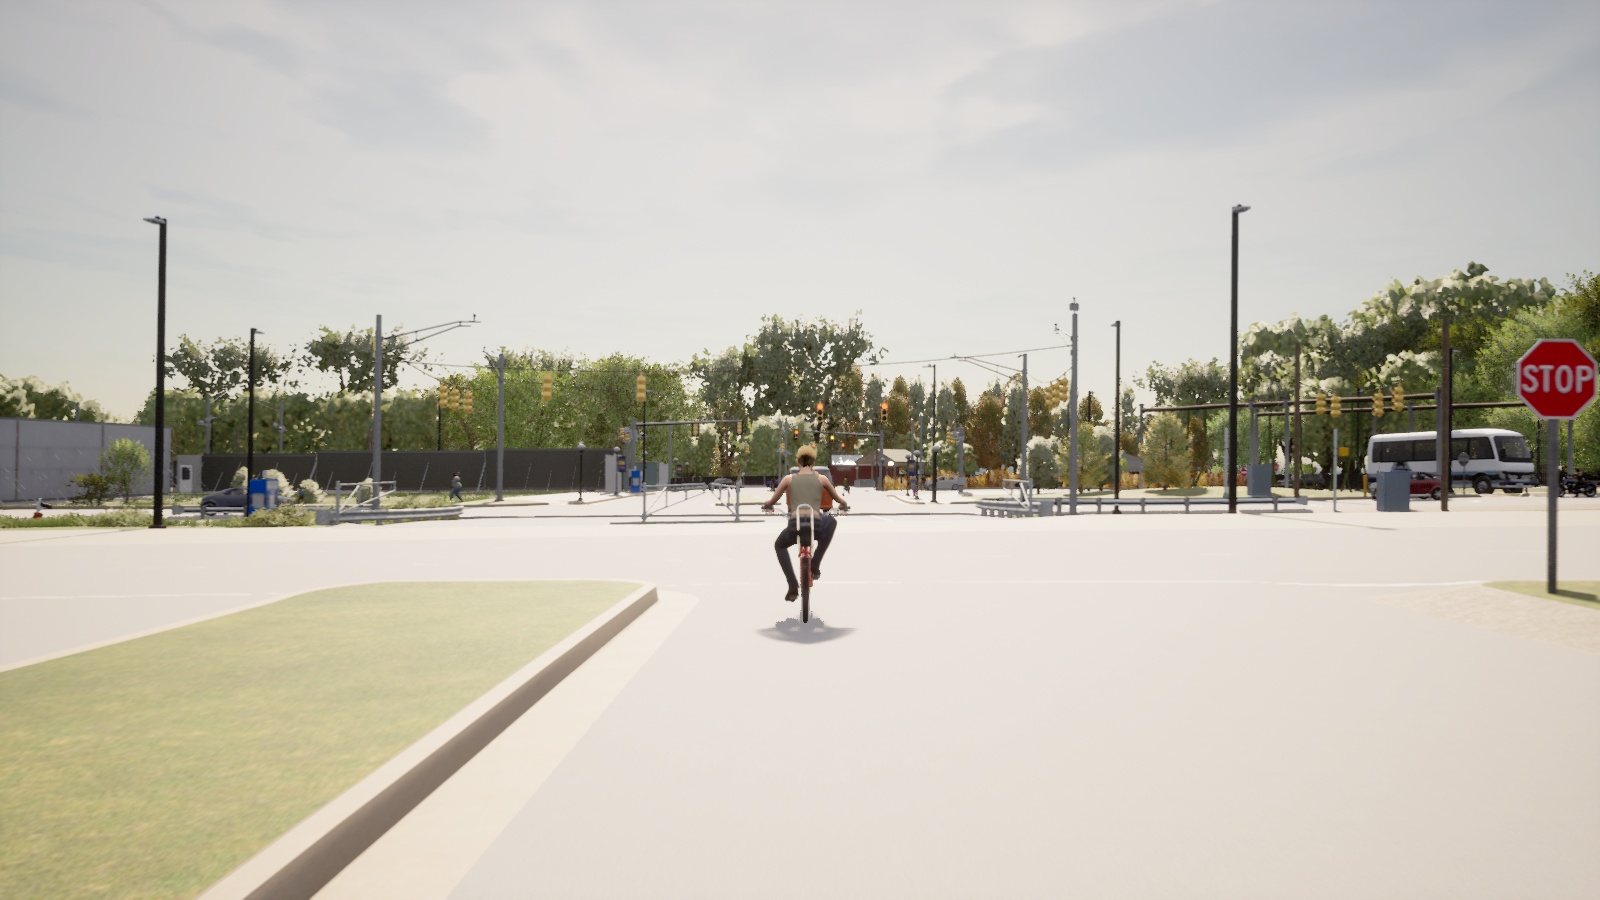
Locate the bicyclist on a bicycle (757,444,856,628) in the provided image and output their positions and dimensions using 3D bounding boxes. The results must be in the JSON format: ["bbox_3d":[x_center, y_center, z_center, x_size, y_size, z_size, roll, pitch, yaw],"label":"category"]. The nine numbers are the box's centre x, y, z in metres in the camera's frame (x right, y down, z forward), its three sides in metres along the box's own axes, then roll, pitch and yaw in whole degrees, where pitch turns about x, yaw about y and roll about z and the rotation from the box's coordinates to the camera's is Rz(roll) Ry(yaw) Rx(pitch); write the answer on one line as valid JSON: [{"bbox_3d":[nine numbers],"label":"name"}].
[{"bbox_3d":[0.067,0.769,11.795,0.866,1.612,1.509,0,-1,1],"label":"bicyclist on a bicycle"}]

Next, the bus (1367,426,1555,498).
[{"bbox_3d":[42.036,0.939,80.429,3.944,4.253,10.273,1,-3,-25],"label":"bus"}]

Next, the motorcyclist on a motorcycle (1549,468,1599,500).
[{"bbox_3d":[41.424,1.811,67.080,2.350,1.649,0.766,-1,-1,2],"label":"motorcyclist on a motorcycle"}]

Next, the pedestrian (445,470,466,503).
[{"bbox_3d":[-20.149,2.123,73.443,0.900,1.855,0.874,1,-1,3],"label":"pedestrian"}]

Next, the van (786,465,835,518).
[{"bbox_3d":[0.364,1.619,50.083,1.775,1.987,4.442,0,-1,-2],"label":"van"}]

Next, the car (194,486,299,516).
[{"bbox_3d":[-26.654,2.435,60.559,4.181,1.385,1.994,0,-1,0],"label":"car"}]

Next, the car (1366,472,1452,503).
[{"bbox_3d":[32.499,1.981,67.114,3.705,1.549,1.789,-1,-1,-1],"label":"car"}]
